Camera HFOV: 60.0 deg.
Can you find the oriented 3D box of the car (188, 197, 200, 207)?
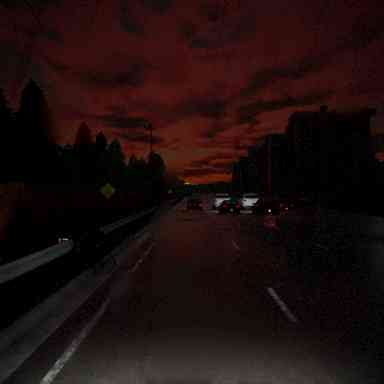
[{"bbox_3d":[0.268,1.520,51.025,1.812,1.442,4.674,0,0,0],"label":"car"}]

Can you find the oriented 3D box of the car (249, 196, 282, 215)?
[{"bbox_3d":[7.295,1.501,33.596,1.837,1.490,4.892,0,0,0],"label":"car"}]

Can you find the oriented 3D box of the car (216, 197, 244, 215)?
[{"bbox_3d":[3.798,1.522,34.029,1.812,1.442,4.674,0,0,0],"label":"car"}]

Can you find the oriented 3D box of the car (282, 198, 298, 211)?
[{"bbox_3d":[10.829,1.596,40.215,1.895,1.301,4.718,0,0,0],"label":"car"}]

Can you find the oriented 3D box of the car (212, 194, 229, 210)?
[{"bbox_3d":[3.837,1.217,43.942,2.150,2.045,5.566,0,0,0],"label":"car"}]

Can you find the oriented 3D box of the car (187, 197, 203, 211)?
[{"bbox_3d":[0.341,1.543,40.675,2.033,1.411,5.357,0,0,0],"label":"car"}]

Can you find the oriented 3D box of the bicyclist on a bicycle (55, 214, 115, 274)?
[{"bbox_3d":[-2.876,1.448,9.091,1.656,1.620,0.582,5,0,0],"label":"bicyclist on a bicycle"}]

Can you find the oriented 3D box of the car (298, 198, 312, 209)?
[{"bbox_3d":[14.344,1.473,44.305,1.882,1.535,5.008,0,0,0],"label":"car"}]

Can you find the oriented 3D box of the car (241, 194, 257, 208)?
[{"bbox_3d":[7.338,1.217,43.501,2.150,2.045,5.566,0,0,0],"label":"car"}]
